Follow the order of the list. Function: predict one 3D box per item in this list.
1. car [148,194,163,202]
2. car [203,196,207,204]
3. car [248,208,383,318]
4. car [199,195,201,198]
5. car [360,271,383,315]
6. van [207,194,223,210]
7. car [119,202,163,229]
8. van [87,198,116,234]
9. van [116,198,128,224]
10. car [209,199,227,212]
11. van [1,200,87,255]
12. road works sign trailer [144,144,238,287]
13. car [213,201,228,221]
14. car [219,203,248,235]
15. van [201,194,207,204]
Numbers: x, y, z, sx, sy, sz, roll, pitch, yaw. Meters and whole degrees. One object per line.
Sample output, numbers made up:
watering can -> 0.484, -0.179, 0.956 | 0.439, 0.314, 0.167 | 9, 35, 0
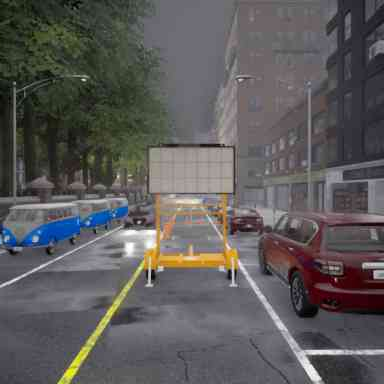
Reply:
car -> -5.775, 1.261, 52.578 | 2.192, 1.841, 5.009 | 0, 0, 0
car -> 2.773, 1.510, 41.314 | 1.887, 1.381, 4.507 | 0, 0, 0
car -> 2.838, 1.313, 7.351 | 2.192, 1.841, 5.009 | 0, 0, 0
car -> 2.739, 1.501, 58.296 | 1.947, 1.339, 4.313 | 0, 0, 0
car -> 2.851, 1.582, 1.691 | 1.802, 1.307, 4.206 | 0, 0, 0
van -> 2.783, 1.314, 35.653 | 1.690, 1.788, 3.998 | 0, 0, 0
car -> -3.043, 1.553, 21.231 | 1.994, 1.385, 4.181 | 0, 0, 0
van -> -5.709, 1.333, 18.630 | 1.690, 1.788, 3.998 | 0, 0, 0
van -> -5.719, 1.327, 24.288 | 1.690, 1.788, 3.998 | 0, 0, 0
car -> 2.795, 1.562, 29.994 | 1.802, 1.307, 4.206 | 0, 0, 0
van -> -5.697, 1.337, 12.972 | 1.690, 1.788, 3.998 | 0, 0, 0
road works sign trailer -> -0.019, 0.462, 9.299 | 2.380, 3.560, 2.880 | 0, 0, 0
car -> 2.806, 1.568, 24.333 | 1.802, 1.307, 4.206 | 0, 0, 0
car -> 2.818, 1.536, 18.672 | 1.887, 1.381, 4.507 | 0, 0, 0
van -> 2.750, 1.287, 52.635 | 1.690, 1.788, 3.998 | 0, 0, 0
